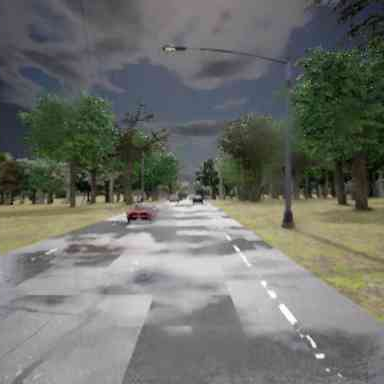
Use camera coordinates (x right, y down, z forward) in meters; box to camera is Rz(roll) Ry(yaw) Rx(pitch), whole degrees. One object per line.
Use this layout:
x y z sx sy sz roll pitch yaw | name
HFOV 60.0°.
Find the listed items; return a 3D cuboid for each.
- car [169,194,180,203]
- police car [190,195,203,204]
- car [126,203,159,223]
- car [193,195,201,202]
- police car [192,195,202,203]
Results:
-3.497 1.286 66.597 2.097 1.767 4.553 0 0 0 | car
1.058 1.326 60.969 1.930 1.638 5.238 0 0 0 | police car
-3.595 1.525 24.809 1.895 1.301 4.718 0 0 0 | car
1.060 1.530 76.861 1.812 1.442 4.674 0 0 0 | car
1.060 1.385 70.972 1.930 1.638 5.238 0 0 0 | police car
